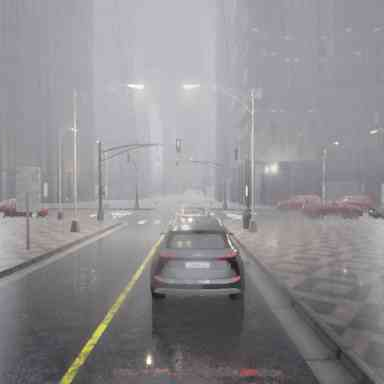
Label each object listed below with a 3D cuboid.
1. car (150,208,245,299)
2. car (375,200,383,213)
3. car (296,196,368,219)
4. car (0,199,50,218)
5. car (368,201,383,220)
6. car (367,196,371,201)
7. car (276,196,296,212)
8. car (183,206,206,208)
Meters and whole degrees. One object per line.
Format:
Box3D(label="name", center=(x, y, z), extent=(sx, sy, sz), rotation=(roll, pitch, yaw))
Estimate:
Box3D(label="car", center=(0.126, 1.427, 8.434), extent=(2.033, 1.649, 4.856), rotation=(0, 0, 1))
Box3D(label="car", center=(23.472, 1.628, 37.740), extent=(4.313, 1.339, 1.947), rotation=(0, 1, 0))
Box3D(label="car", center=(12.184, 1.459, 29.204), extent=(5.009, 1.841, 2.192), rotation=(0, 1, 0))
Box3D(label="car", center=(-14.857, 1.563, 29.183), extent=(4.507, 1.381, 1.887), rotation=(0, 1, 0))
Box3D(label="car", center=(17.827, 1.738, 29.212), extent=(4.313, 1.339, 1.947), rotation=(0, 1, 0))
Box3D(label="car", center=(17.831, 1.348, 37.732), extent=(5.009, 1.841, 2.192), rotation=(0, 1, 0))
Box3D(label="car", center=(12.187, 1.320, 37.727), extent=(5.009, 1.841, 2.192), rotation=(0, 1, 0))
Box3D(label="car", center=(0.133, 1.505, 17.521), extent=(1.837, 1.490, 4.892), rotation=(0, 0, 0))
